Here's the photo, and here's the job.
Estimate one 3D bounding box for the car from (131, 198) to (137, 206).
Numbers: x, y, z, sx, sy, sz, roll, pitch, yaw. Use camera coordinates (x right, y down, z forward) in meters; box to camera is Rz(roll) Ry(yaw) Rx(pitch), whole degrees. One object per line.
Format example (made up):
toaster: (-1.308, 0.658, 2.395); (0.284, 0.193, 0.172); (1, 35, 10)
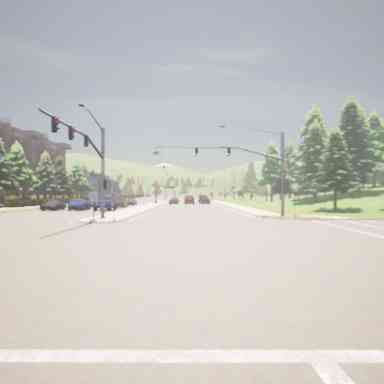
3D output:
car: (-11.983, 1.954, 65.310); (2.033, 1.411, 5.357); (0, 0, 0)

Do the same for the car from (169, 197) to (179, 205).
car: (-4.064, 1.992, 72.512); (2.033, 1.411, 5.357); (0, 0, -1)

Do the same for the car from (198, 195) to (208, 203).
car: (2.775, 1.713, 83.279); (2.150, 2.045, 5.566); (0, 0, -1)

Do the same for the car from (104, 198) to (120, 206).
car: (-15.471, 1.880, 64.615); (1.882, 1.535, 5.008); (0, 0, 0)

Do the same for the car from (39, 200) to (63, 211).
car: (-18.756, 1.829, 45.224); (2.033, 1.411, 5.357); (0, 0, -1)

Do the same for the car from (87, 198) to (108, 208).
car: (-15.382, 1.832, 54.560); (2.128, 1.511, 4.902); (0, 0, -1)

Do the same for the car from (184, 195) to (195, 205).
car: (-0.565, 1.678, 72.633); (2.150, 2.045, 5.566); (0, 0, -1)

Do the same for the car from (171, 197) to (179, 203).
car: (-4.224, 2.006, 83.131); (1.812, 1.442, 4.674); (0, 0, -1)

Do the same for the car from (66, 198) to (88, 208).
car: (-18.884, 1.820, 54.955); (1.882, 1.535, 5.008); (0, 0, -1)

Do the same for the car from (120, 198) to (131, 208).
car: (-11.887, 1.848, 55.016); (1.837, 1.490, 4.892); (0, 0, -1)

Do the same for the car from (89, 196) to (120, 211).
car: (-11.758, 1.504, 45.338); (2.150, 2.045, 5.566); (0, 0, -1)

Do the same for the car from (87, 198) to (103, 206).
car: (-18.968, 1.912, 65.388); (1.837, 1.490, 4.892); (0, 0, -1)

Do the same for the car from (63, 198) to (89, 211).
car: (-15.254, 1.759, 45.155); (1.882, 1.535, 5.008); (0, 0, -1)

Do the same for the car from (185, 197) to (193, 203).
car: (-0.724, 1.982, 83.184); (1.837, 1.490, 4.892); (0, 0, -1)

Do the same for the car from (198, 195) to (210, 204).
car: (2.929, 1.955, 73.054); (1.837, 1.490, 4.892); (0, 0, -1)
